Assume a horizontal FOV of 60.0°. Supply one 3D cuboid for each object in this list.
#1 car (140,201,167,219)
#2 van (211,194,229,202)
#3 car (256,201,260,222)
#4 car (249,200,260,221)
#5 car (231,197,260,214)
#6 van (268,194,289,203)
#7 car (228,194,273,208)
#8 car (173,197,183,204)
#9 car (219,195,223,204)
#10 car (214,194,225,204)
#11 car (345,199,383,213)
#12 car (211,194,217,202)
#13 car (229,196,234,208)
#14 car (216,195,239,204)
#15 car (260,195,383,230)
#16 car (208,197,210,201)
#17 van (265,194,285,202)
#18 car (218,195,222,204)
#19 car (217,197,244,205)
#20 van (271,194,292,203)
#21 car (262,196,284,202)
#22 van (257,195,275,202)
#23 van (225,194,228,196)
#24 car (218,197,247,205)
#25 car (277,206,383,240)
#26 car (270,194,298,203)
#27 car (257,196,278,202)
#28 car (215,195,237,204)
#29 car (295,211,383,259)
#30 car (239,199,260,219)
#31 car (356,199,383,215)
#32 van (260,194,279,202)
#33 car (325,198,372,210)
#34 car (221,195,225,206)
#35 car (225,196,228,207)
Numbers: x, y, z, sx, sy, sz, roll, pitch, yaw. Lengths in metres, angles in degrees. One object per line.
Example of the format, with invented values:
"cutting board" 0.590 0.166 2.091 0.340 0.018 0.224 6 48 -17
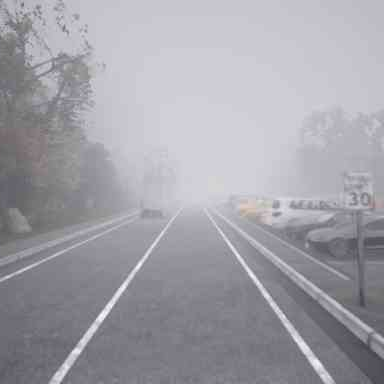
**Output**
"car" -3.318 1.509 29.208 1.882 1.535 5.008 0 0 0
"van" 7.318 1.609 87.590 4.442 1.987 1.878 0 -1 0
"car" 7.058 1.568 20.988 5.366 1.575 1.946 0 0 0
"car" 6.902 1.561 23.766 4.892 1.521 2.231 0 0 0
"car" 6.782 1.527 32.216 5.366 1.575 1.946 0 0 0
"van" 20.559 1.486 79.022 4.442 1.987 1.878 0 0 0
"car" 7.067 1.409 40.414 4.553 1.767 2.185 0 0 0
"car" -2.997 1.713 71.318 1.812 1.442 4.674 0 0 0
"car" 7.101 1.615 51.516 4.792 1.488 2.163 0 0 0
"car" 6.991 1.610 57.070 5.366 1.575 1.946 0 0 0
"car" 20.121 1.548 37.473 4.792 1.488 2.163 0 0 0
"car" 7.062 1.650 65.398 5.366 1.575 1.946 0 0 0
"car" 7.007 1.528 37.635 4.892 1.521 2.231 0 0 0
"car" 7.239 1.541 68.173 4.553 1.767 2.185 0 0 0
"car" 6.877 1.330 18.212 5.566 2.045 2.435 0 0 0
"car" 7.416 1.483 82.054 5.566 2.045 2.435 0 0 0
"van" 20.350 1.500 81.927 4.442 1.987 1.878 0 -1 0
"car" 7.124 1.629 54.292 4.792 1.488 2.163 0 0 0
"car" 7.217 1.641 62.620 4.892 1.521 2.231 0 0 0
"van" 20.537 1.473 76.377 4.442 1.987 1.878 0 0 0
"car" 20.494 1.765 84.542 5.008 1.535 2.097 0 -1 0
"van" 20.676 1.714 92.854 4.442 1.987 1.878 0 -1 0
"van" 7.200 1.333 45.964 4.442 1.987 1.878 0 0 0
"car" 7.207 1.627 59.844 4.892 1.521 2.231 0 0 0
"car" 6.831 1.592 15.438 5.008 1.535 2.097 0 0 0
"car" 20.368 1.434 73.608 5.566 2.045 2.435 0 0 0
"car" 20.351 1.879 90.081 5.366 1.575 1.946 0 -1 0
"car" 7.263 1.555 70.949 4.553 1.767 2.185 0 0 0
"car" 6.773 1.633 12.662 4.792 1.488 2.163 0 0 0
"car" 6.734 1.547 26.543 5.366 1.575 1.946 0 0 0
"car" 20.098 1.547 34.834 4.792 1.488 2.163 0 0 1
"van" 20.395 1.598 87.318 4.442 1.987 1.878 0 -1 0
"car" 20.144 1.537 43.011 5.008 1.535 2.097 0 0 0
"car" 7.077 1.602 48.740 4.792 1.488 2.163 0 0 0
"car" 7.089 1.575 43.187 4.792 1.488 2.163 0 0 0
